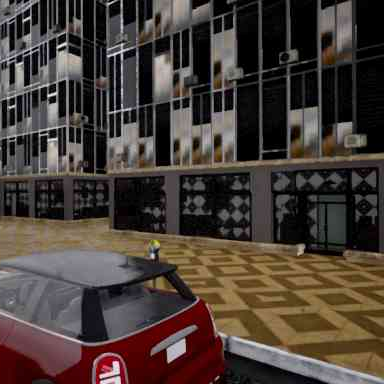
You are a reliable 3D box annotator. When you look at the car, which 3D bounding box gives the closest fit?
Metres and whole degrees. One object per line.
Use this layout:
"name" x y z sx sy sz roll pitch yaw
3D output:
"car" -1.720 1.440 4.098 4.097 1.590 1.967 0 0 35
